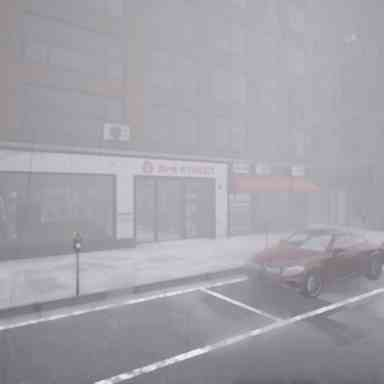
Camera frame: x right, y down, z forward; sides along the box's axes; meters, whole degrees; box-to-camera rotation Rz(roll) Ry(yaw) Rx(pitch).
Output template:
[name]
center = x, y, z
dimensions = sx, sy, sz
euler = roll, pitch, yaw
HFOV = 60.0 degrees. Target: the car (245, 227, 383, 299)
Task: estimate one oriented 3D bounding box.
[car]
center = 3.246, 1.586, 8.403
dimensions = 4.206, 1.307, 1.802
euler = 0, 0, -35
